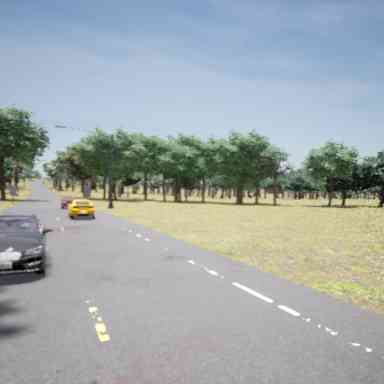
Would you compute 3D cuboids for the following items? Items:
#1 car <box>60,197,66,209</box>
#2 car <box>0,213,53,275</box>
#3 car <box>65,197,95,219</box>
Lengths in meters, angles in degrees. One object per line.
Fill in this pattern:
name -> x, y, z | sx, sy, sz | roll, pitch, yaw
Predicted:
car -> -15.843, 1.388, 42.808 | 1.812, 1.442, 4.674 | 1, -1, -24
car -> -5.337, 1.415, 9.942 | 2.128, 1.511, 4.902 | 1, 0, -23
car -> -9.532, 1.388, 28.550 | 1.882, 1.535, 5.008 | 1, 0, -23
